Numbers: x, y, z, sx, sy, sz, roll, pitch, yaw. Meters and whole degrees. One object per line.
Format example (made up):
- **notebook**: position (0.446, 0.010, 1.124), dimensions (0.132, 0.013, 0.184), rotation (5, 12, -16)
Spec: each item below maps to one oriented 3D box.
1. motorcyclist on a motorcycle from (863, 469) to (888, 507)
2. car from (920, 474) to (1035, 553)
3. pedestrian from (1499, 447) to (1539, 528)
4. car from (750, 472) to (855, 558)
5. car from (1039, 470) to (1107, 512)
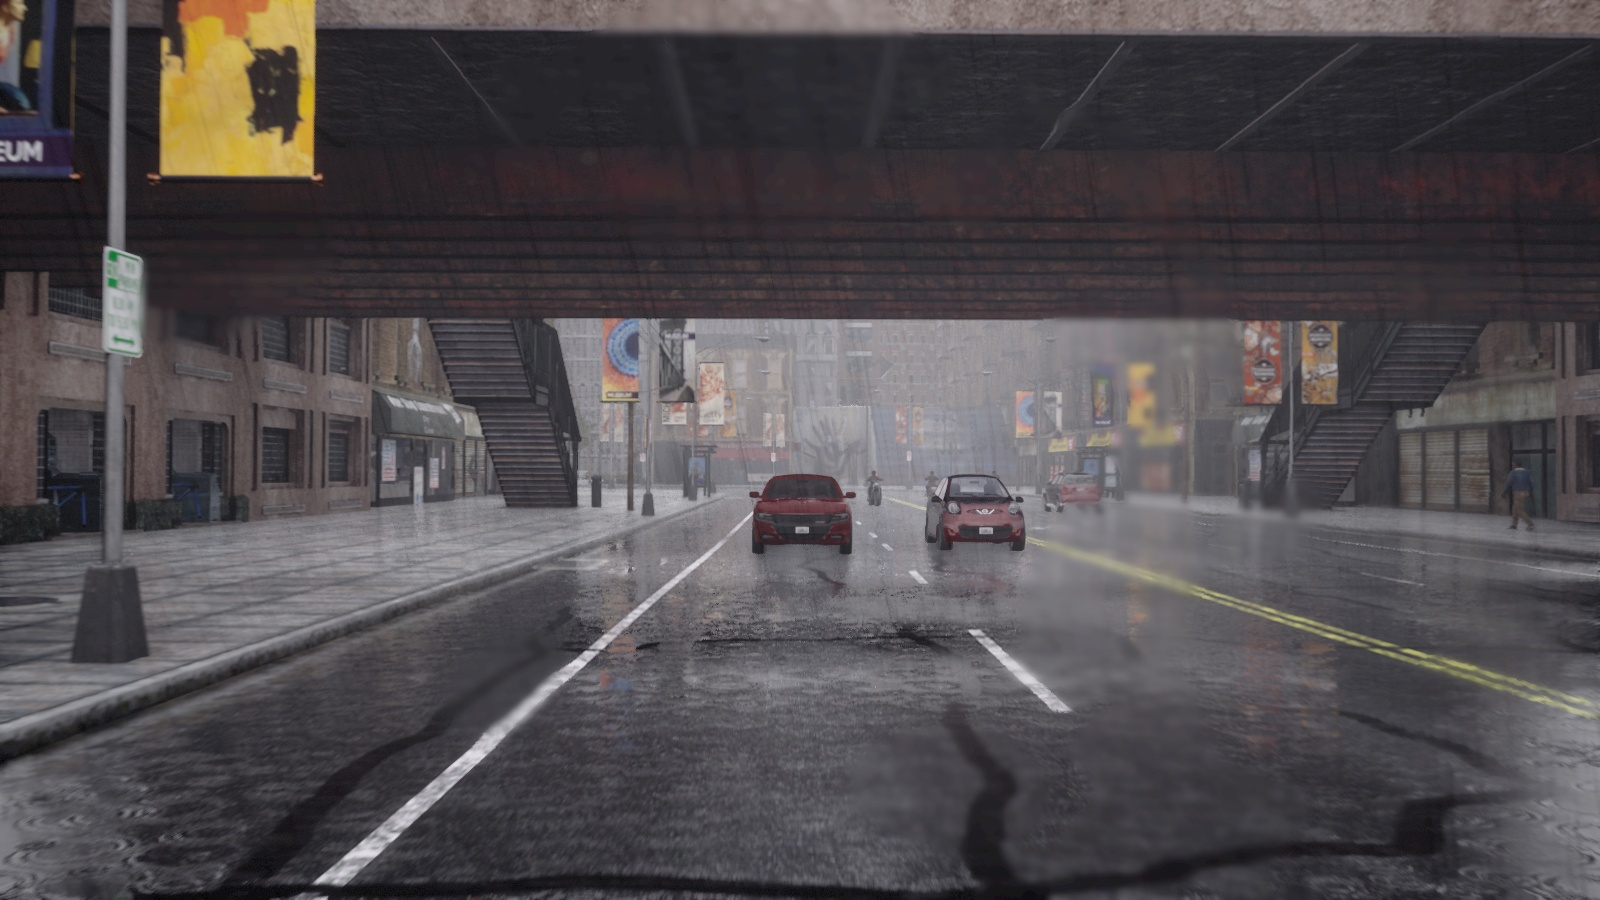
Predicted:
- **motorcyclist on a motorcycle**: position (3.405, 1.699, 56.654), dimensions (0.766, 1.649, 2.350), rotation (-1, -1, -5)
- **car**: position (3.557, 1.245, 25.736), dimensions (1.845, 1.501, 3.633), rotation (0, -1, 0)
- **pedestrian**: position (17.632, 0.916, 30.795), dimensions (0.423, 1.949, 0.788), rotation (0, -1, -9)
- **car**: position (0.054, 1.213, 25.153), dimensions (1.882, 1.535, 5.008), rotation (0, -1, 0)
- **car**: position (10.506, 1.564, 48.573), dimensions (1.789, 1.549, 3.705), rotation (0, -1, 0)
